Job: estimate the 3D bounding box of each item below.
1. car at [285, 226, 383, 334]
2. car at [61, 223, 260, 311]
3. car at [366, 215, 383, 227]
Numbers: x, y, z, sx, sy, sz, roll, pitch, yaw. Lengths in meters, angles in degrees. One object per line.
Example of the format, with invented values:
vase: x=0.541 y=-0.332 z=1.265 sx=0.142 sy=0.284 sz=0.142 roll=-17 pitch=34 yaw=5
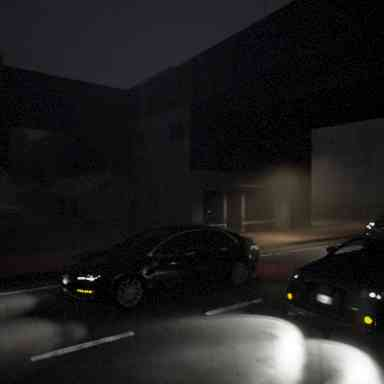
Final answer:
car: x=3.831 y=1.627 z=6.715 sx=4.181 sy=1.385 sz=1.994 roll=1 pitch=0 yaw=-36
car: x=-0.502 y=1.543 z=7.928 sx=4.892 sy=1.490 sz=1.837 roll=1 pitch=-1 yaw=-35
car: x=9.938 y=1.501 z=15.267 sx=4.553 sy=1.767 sz=2.097 roll=0 pitch=0 yaw=-35
